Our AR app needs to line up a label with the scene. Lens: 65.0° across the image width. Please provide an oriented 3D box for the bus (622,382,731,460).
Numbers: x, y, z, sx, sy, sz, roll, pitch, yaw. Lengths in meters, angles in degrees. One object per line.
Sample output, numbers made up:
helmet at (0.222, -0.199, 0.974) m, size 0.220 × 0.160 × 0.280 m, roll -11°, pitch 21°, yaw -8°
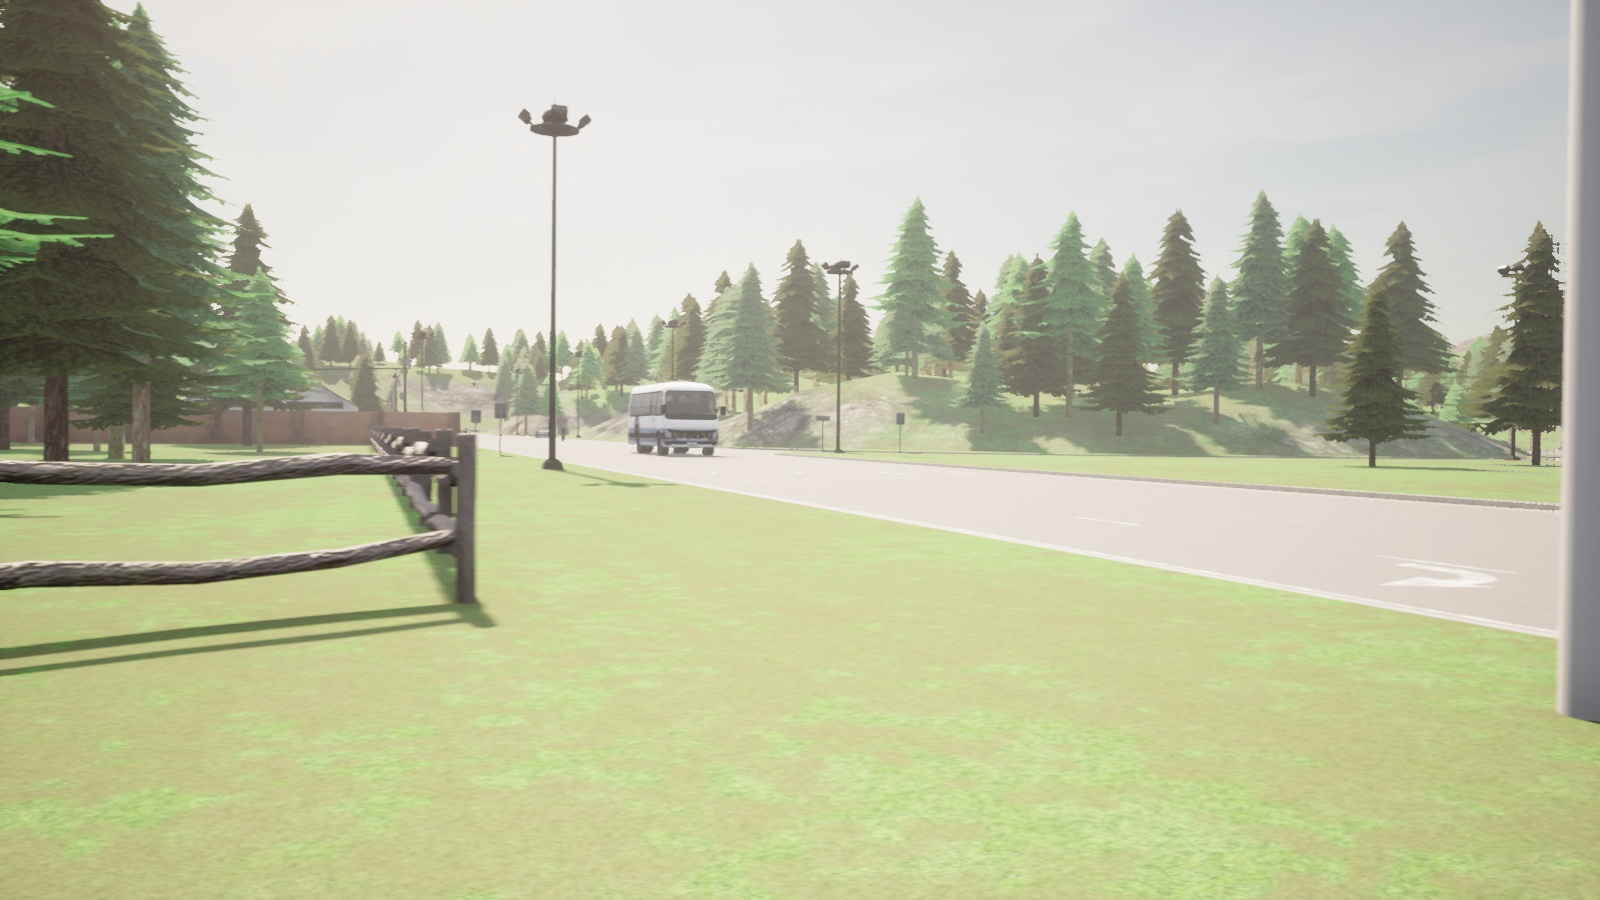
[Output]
bus at (-7.459, -1.670, 74.046) m, size 3.944 × 4.253 × 10.273 m, roll -1°, pitch 1°, yaw -20°
